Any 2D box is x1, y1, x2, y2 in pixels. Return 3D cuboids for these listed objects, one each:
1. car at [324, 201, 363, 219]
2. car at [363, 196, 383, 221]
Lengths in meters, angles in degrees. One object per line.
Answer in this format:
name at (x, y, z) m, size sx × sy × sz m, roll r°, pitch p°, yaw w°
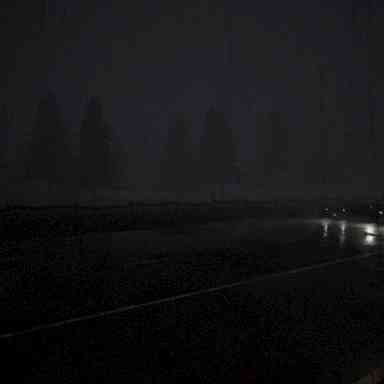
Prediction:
car at (12.845, 1.444, 27.038) m, size 4.718 × 1.301 × 1.895 m, roll 0°, pitch 0°, yaw -35°
car at (15.249, 1.053, 24.444) m, size 5.566 × 2.045 × 2.150 m, roll 0°, pitch 0°, yaw -35°
